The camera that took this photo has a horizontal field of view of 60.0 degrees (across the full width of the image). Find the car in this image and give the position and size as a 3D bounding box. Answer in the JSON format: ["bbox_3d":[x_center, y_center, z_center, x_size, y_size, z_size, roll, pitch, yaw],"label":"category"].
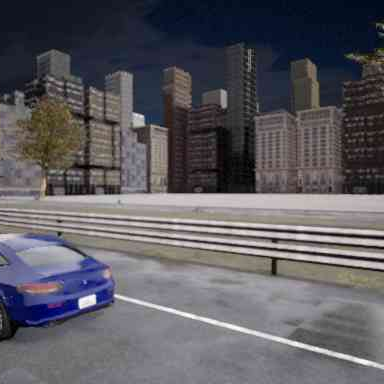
[{"bbox_3d":[-3.486,1.528,6.478,4.674,1.442,1.812,0,0,36],"label":"car"}]
